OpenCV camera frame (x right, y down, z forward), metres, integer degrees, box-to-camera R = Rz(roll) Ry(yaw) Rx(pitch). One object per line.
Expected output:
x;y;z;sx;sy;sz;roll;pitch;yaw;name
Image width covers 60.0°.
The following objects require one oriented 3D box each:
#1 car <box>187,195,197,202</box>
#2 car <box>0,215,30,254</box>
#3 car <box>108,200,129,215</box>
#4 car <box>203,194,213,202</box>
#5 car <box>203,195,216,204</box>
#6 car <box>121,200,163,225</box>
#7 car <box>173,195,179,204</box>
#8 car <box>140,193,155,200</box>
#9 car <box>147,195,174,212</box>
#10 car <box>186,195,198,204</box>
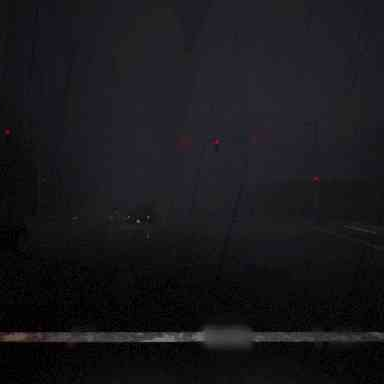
-0.012;1.413;73.795;1.994;1.385;4.181;0;0;0;car
-7.104;1.519;10.759;2.128;1.511;4.902;0;0;0;car
-7.106;1.546;34.178;2.033;1.411;5.357;0;0;0;car
3.490;1.355;74.375;2.097;1.767;4.553;0;0;0;car
3.594;1.547;64.152;2.033;1.411;5.357;0;0;0;car
-3.606;1.573;24.979;2.033;1.411;5.357;0;0;0;car
-3.575;1.351;61.571;2.097;1.767;4.553;0;0;0;car
-7.103;1.221;54.049;2.150;2.045;5.566;0;0;0;car
-3.606;1.490;39.084;2.128;1.511;4.902;0;0;0;car
-0.011;1.505;63.685;1.837;1.490;4.892;0;0;0;car
